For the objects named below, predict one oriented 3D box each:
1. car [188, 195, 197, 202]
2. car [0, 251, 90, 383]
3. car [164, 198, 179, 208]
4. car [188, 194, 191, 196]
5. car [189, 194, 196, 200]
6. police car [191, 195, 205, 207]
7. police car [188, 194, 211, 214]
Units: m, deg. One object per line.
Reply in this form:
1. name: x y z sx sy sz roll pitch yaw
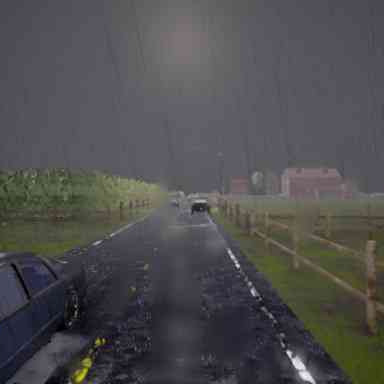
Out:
1. car: 0.076 1.372 69.296 1.895 1.301 4.718 0 0 0
2. car: -2.847 1.533 4.083 2.033 1.411 5.357 0 0 0
3. car: -2.779 1.484 46.107 1.994 1.385 4.181 0 0 0
4. car: 0.872 1.273 43.809 2.097 1.767 4.553 0 0 0
5. car: 0.098 1.250 88.628 1.882 1.535 5.008 0 0 0
6. police car: 0.879 1.340 49.949 1.930 1.638 5.238 0 0 0
7. police car: 0.862 1.358 33.949 1.930 1.638 5.238 0 0 0
